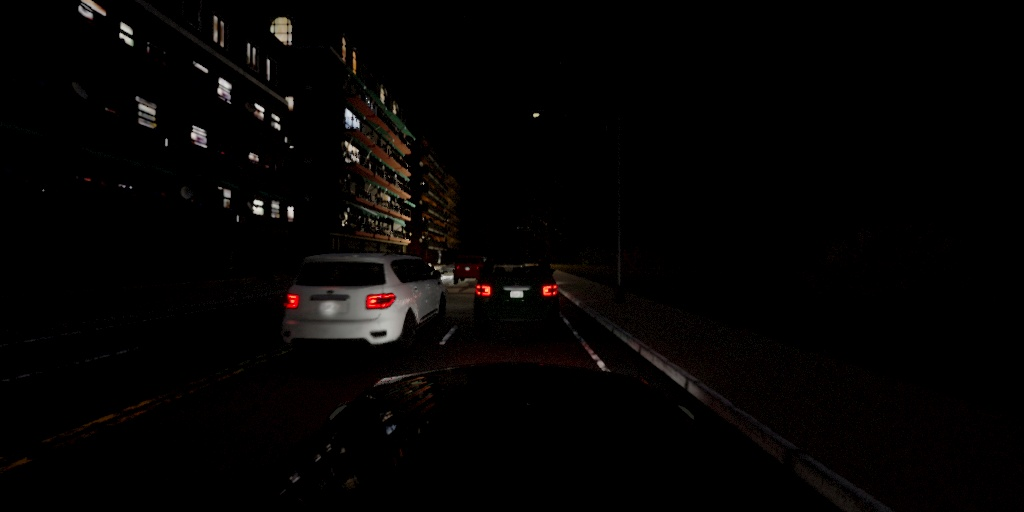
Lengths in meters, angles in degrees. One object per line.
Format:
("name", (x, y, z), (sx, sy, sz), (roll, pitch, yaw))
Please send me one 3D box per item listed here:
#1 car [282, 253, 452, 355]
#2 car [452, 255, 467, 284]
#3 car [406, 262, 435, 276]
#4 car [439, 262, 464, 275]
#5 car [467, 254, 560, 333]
("car", (-3.125, 0.969, 8.848), (2.150, 2.045, 5.566), (0, 0, 0))
("car", (-3.053, 0.965, 27.145), (2.150, 2.045, 5.566), (0, 0, 0))
("car", (-9.720, 1.339, 38.567), (1.895, 1.301, 4.718), (0, 0, 0))
("car", (-6.469, 1.339, 38.973), (1.895, 1.301, 4.718), (0, 0, 0))
("car", (0.128, 0.969, 10.898), (2.150, 2.045, 5.566), (0, 0, 0))
